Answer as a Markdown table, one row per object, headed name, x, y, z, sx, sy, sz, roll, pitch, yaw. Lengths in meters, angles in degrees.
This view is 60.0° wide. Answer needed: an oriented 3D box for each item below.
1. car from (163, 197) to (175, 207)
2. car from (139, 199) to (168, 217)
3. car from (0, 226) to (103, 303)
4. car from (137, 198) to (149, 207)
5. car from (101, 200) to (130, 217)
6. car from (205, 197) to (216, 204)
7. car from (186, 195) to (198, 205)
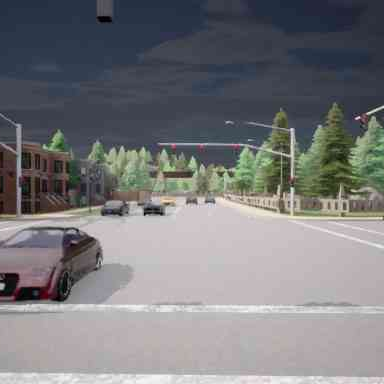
| name | x | y | z | sx | sy | sz | roll | pitch | yaw |
| --- | --- | --- | --- | --- | --- | --- | --- | --- | --- |
| car | -3.600 | 1.477 | 50.963 | 1.882 | 1.535 | 5.008 | 0 | 0 | 0 |
| car | -3.553 | 1.601 | 31.345 | 1.895 | 1.301 | 4.718 | 0 | 0 | -2 |
| car | -3.608 | 1.564 | 8.150 | 1.994 | 1.385 | 4.181 | 0 | 0 | 0 |
| car | -7.104 | 1.565 | 50.511 | 1.994 | 1.385 | 4.181 | 0 | 0 | 0 |
| car | -7.131 | 1.478 | 31.276 | 1.882 | 1.535 | 5.008 | 0 | 0 | 0 |
| car | 3.532 | 1.564 | 65.205 | 1.994 | 1.385 | 4.181 | 0 | 0 | 0 |
| car | -0.063 | 1.352 | 60.224 | 2.097 | 1.767 | 4.553 | 0 | 0 | 0 |
